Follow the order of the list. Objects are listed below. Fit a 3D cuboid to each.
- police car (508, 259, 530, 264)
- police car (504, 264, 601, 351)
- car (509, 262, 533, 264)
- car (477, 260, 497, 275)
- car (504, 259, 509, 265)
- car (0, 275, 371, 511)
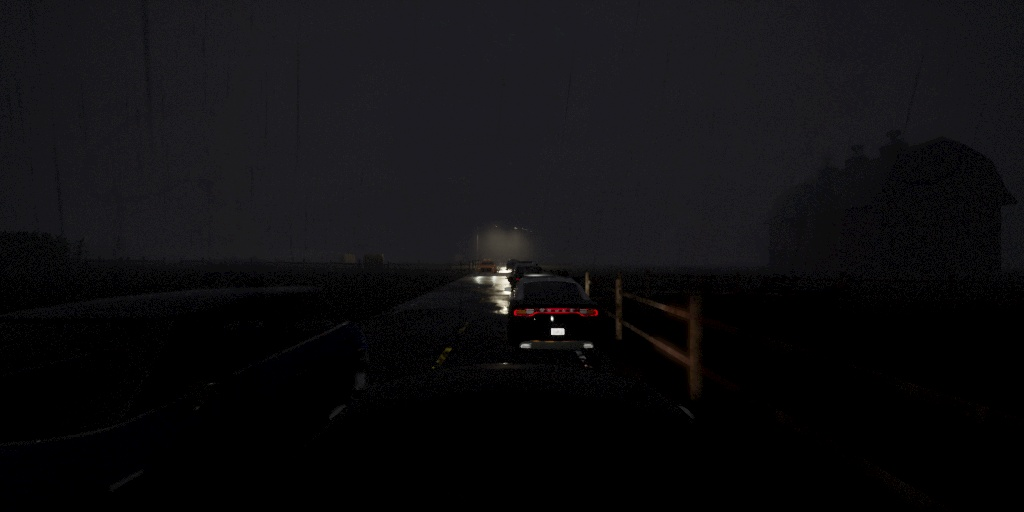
[{"bbox_3d":[0.886,1.172,25.122,1.930,1.638,5.238,0,0,0],"label":"police car"},{"bbox_3d":[0.841,1.174,9.123,1.930,1.638,5.238,0,0,0],"label":"police car"},{"bbox_3d":[0.868,1.252,19.012,1.837,1.490,4.892,0,0,0],"label":"car"},{"bbox_3d":[-2.649,1.221,39.017,1.882,1.535,5.008,0,0,0],"label":"car"},{"bbox_3d":[0.188,1.218,49.495,1.882,1.535,5.008,0,0,1],"label":"car"},{"bbox_3d":[-2.851,1.102,2.669,2.097,1.767,4.553,0,0,0],"label":"car"}]
